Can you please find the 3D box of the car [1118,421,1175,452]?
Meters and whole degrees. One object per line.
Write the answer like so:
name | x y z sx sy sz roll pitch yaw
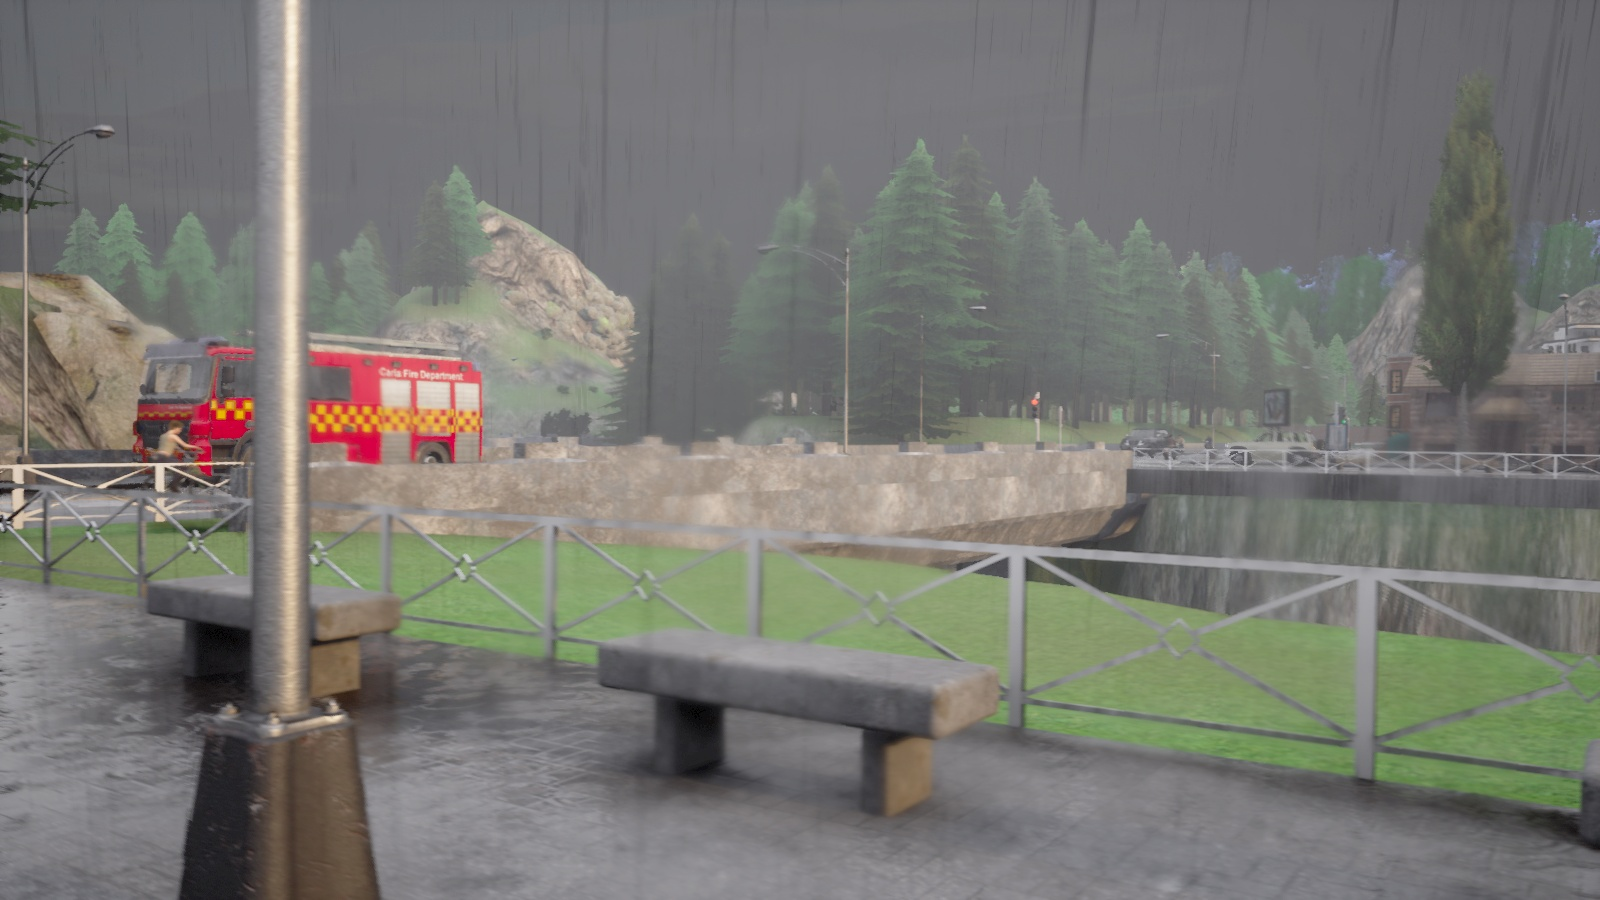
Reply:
car | 23.817 -0.941 86.158 2.150 2.045 5.566 0 1 33

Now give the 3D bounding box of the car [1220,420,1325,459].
car | 23.533 -0.519 62.580 4.605 1.855 1.932 0 1 33

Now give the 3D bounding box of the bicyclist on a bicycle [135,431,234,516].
bicyclist on a bicycle | -12.134 0.439 24.795 0.866 1.612 1.509 0 1 33

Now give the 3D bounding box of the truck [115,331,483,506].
truck | -12.286 -0.756 31.828 2.891 3.827 8.468 0 1 34
